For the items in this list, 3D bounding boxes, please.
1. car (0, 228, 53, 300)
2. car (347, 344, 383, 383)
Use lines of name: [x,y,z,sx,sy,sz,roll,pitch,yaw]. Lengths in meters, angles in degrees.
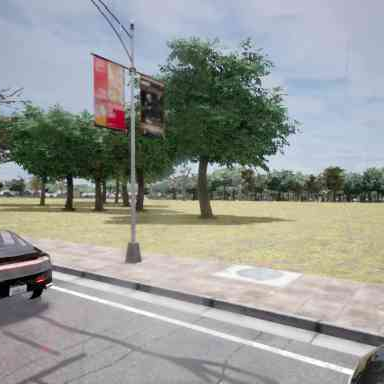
car: [-5.009,1.515,7.229,4.902,1.511,2.128,0,0,36]
car: [3.267,1.493,1.346,4.902,1.511,2.128,0,0,36]
